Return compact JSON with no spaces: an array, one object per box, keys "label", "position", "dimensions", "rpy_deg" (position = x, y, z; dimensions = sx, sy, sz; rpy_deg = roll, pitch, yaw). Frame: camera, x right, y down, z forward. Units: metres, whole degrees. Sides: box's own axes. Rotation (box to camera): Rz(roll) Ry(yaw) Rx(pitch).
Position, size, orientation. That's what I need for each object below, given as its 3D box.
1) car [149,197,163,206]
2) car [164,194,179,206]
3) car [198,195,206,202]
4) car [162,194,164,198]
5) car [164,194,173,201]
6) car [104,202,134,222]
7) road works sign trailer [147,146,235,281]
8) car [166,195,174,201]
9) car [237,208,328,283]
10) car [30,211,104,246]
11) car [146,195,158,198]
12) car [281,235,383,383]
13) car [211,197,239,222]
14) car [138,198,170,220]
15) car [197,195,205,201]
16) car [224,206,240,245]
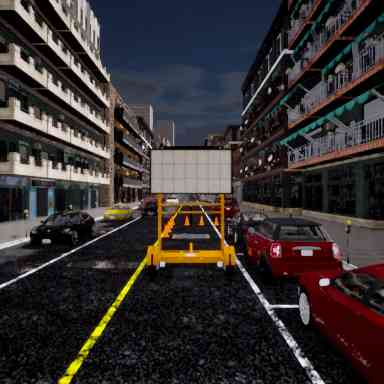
[{"label":"car","position":[-5.839,1.580,54.737],"dimensions":[1.802,1.307,4.206],"rpy_deg":[0,0,0]},{"label":"car","position":[-3.145,1.523,53.369],"dimensions":[1.812,1.442,4.674],"rpy_deg":[0,0,0]},{"label":"car","position":[2.480,1.517,77.471],"dimensions":[1.752,1.417,4.829],"rpy_deg":[0,0,0]},{"label":"car","position":[-5.822,1.314,49.100],"dimensions":[2.192,1.841,5.009],"rpy_deg":[0,0,0]},{"label":"car","position":[-5.915,1.429,82.917],"dimensions":[1.967,1.590,4.097],"rpy_deg":[0,0,0]},{"label":"car","position":[-5.760,1.527,26.383],"dimensions":[1.752,1.417,4.829],"rpy_deg":[0,0,0]},{"label":"road works sign trailer","position":[-0.025,0.466,9.790],"dimensions":[2.380,3.560,2.880],"rpy_deg":[0,0,0]},{"label":"car","position":[-5.931,1.532,88.555],"dimensions":[1.887,1.381,4.507],"rpy_deg":[0,0,0]},{"label":"car","position":[2.667,1.442,9.665],"dimensions":[1.967,1.590,4.097],"rpy_deg":[0,0,0]},{"label":"car","position":[-5.730,1.568,15.280],"dimensions":[1.947,1.339,4.313],"rpy_deg":[0,0,0]},{"label":"car","position":[-5.807,1.440,43.464],"dimensions":[1.967,1.590,4.097],"rpy_deg":[0,0,0]},{"label":"car","position":[2.682,1.546,4.028],"dimensions":[1.887,1.381,4.507],"rpy_deg":[0,0,0]},{"label":"car","position":[2.621,1.317,26.573],"dimensions":[2.192,1.841,5.009],"rpy_deg":[0,0,0]},{"label":"car","position":[-3.175,1.507,28.086],"dimensions":[1.837,1.490,4.892],"rpy_deg":[0,0,0]},{"label":"car","position":[2.449,1.532,88.573],"dimensions":[1.887,1.381,4.507],"rpy_deg":[0,0,0]},{"label":"car","position":[2.651,1.553,15.300],"dimensions":[2.008,1.369,4.403],"rpy_deg":[0,0,0]}]
